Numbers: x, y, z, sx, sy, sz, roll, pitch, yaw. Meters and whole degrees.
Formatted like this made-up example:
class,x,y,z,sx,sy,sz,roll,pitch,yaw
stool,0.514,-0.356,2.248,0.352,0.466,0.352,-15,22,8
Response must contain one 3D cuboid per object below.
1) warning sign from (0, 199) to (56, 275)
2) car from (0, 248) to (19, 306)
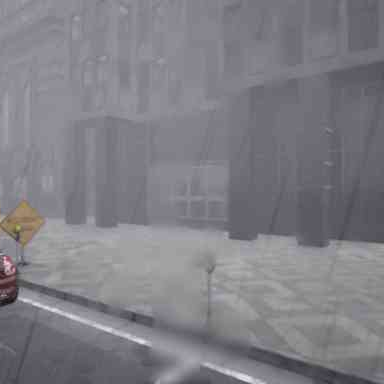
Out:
class,x,y,z,sx,sy,sz,roll,pitch,yaw
warning sign,-4.608,1.132,9.080,1.060,1.860,1.300,0,0,35
car,-5.383,1.456,6.794,4.097,1.590,1.967,0,0,35
